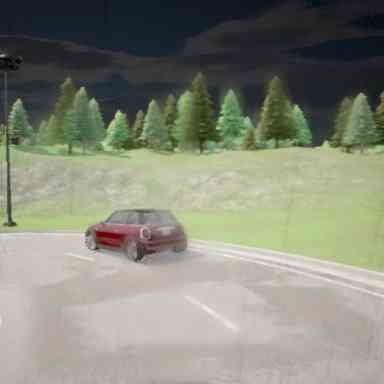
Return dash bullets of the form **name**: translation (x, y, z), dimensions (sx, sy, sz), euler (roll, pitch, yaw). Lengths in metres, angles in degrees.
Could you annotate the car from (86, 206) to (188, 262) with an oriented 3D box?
- **car**: translation (-2.255, 1.389, 12.597), dimensions (2.097, 1.767, 4.553), euler (-2, 0, -42)
